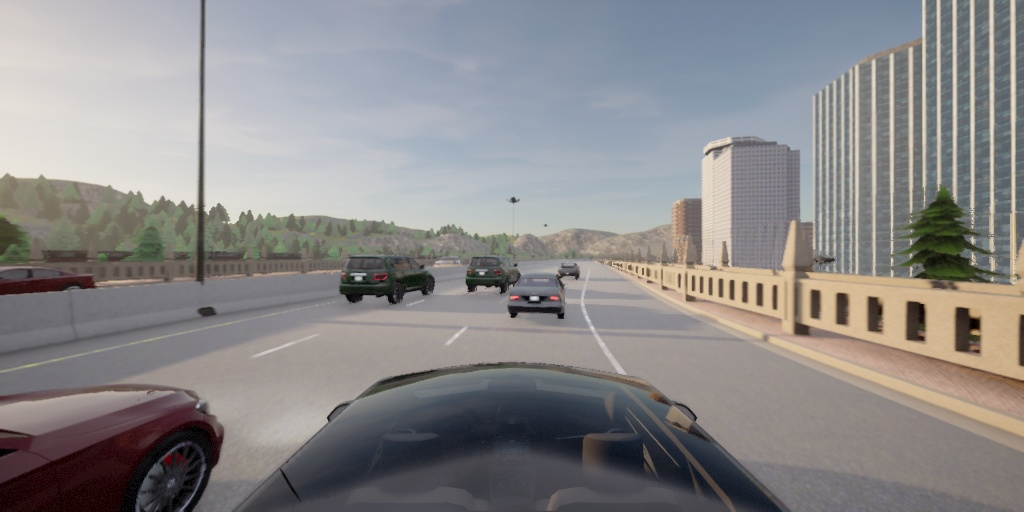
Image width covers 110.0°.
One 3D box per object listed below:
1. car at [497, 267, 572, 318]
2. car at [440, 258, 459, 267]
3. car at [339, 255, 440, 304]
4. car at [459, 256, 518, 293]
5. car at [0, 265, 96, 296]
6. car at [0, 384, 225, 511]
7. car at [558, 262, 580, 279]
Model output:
[{"bbox_3d":[1.038,1.315,13.131,2.033,1.411,5.357,0,0,9],"label":"car"},{"bbox_3d":[-7.395,1.304,41.554,1.882,1.535,5.008,0,-1,13],"label":"car"},{"bbox_3d":[-5.470,0.967,16.437,2.150,2.045,5.566,0,0,9],"label":"car"},{"bbox_3d":[-1.007,0.998,21.119,2.150,2.045,5.566,0,0,12],"label":"car"},{"bbox_3d":[-20.104,1.154,14.207,1.882,1.535,5.008,0,0,7],"label":"car"},{"bbox_3d":[-3.317,1.259,1.038,1.812,1.442,4.674,0,0,-1],"label":"car"},{"bbox_3d":[5.398,1.342,33.862,2.128,1.511,4.902,0,0,13],"label":"car"}]
